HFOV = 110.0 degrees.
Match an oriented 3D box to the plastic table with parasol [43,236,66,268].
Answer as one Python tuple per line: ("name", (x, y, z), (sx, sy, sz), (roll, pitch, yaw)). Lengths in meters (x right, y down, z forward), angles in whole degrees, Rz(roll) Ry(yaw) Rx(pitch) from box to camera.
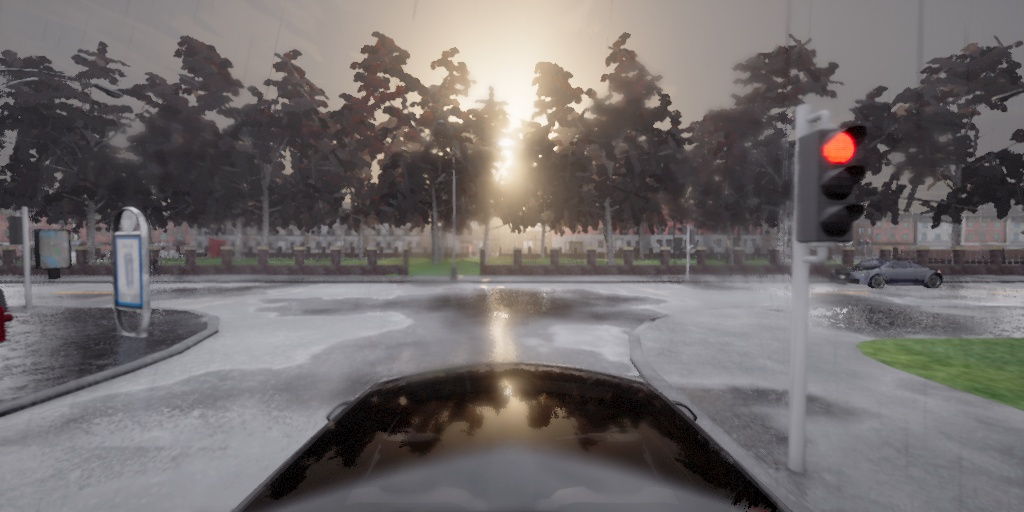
("plastic table with parasol", (-43.605, -0.378, 35.433), (2.482, 2.480, 2.482), (0, 0, -39))

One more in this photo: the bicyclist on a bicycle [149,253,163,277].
("bicyclist on a bicycle", (-22.029, 0.504, 21.787), (0.582, 1.620, 1.656), (0, 2, 0))

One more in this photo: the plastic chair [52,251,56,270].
("plastic chair", (-40.214, 0.395, 32.049), (0.730, 1.272, 0.750), (0, 0, -40))

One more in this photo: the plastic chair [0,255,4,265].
("plastic chair", (-40.924, 0.526, 28.208), (0.730, 1.272, 0.750), (0, 0, -40))

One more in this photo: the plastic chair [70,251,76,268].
("plastic chair", (-38.282, 0.414, 31.821), (0.750, 1.272, 0.730), (0, 0, -35))

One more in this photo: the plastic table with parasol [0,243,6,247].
("plastic table with parasol", (-47.397, -0.229, 32.167), (2.482, 2.480, 2.482), (0, 0, -42))

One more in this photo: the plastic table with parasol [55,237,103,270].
("plastic table with parasol", (-39.184, -0.226, 32.793), (2.482, 2.480, 2.482), (0, 0, -40))

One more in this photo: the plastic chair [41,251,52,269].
("plastic chair", (-44.613, 0.319, 34.686), (0.730, 1.272, 0.750), (0, 0, -41))

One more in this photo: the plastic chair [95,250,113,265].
("plastic chair", (-38.186, 0.354, 33.526), (0.730, 1.272, 0.750), (0, 0, -40))

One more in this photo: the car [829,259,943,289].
("car", (18.247, 0.841, 17.610), (4.181, 1.385, 1.994), (0, 2, 0))
